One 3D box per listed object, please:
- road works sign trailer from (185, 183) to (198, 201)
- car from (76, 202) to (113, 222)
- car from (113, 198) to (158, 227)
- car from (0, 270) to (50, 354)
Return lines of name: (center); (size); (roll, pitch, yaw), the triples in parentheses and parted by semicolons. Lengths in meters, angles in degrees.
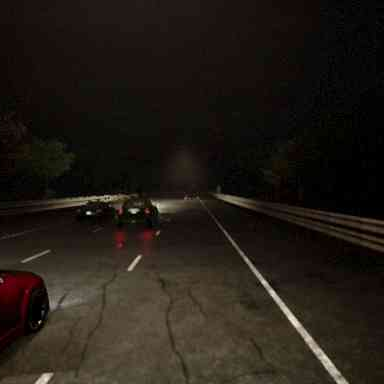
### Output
road works sign trailer: (-0.025, -0.031, 63.895); (2.380, 3.560, 2.880); (0, 0, 0)
car: (-6.908, 1.384, 24.227); (1.994, 1.385, 4.181); (0, 0, 0)
car: (-3.408, 1.192, 21.629); (2.097, 1.767, 4.553); (0, 0, 0)
car: (-3.399, 1.535, 3.958); (1.994, 1.385, 4.181); (0, 0, 0)
